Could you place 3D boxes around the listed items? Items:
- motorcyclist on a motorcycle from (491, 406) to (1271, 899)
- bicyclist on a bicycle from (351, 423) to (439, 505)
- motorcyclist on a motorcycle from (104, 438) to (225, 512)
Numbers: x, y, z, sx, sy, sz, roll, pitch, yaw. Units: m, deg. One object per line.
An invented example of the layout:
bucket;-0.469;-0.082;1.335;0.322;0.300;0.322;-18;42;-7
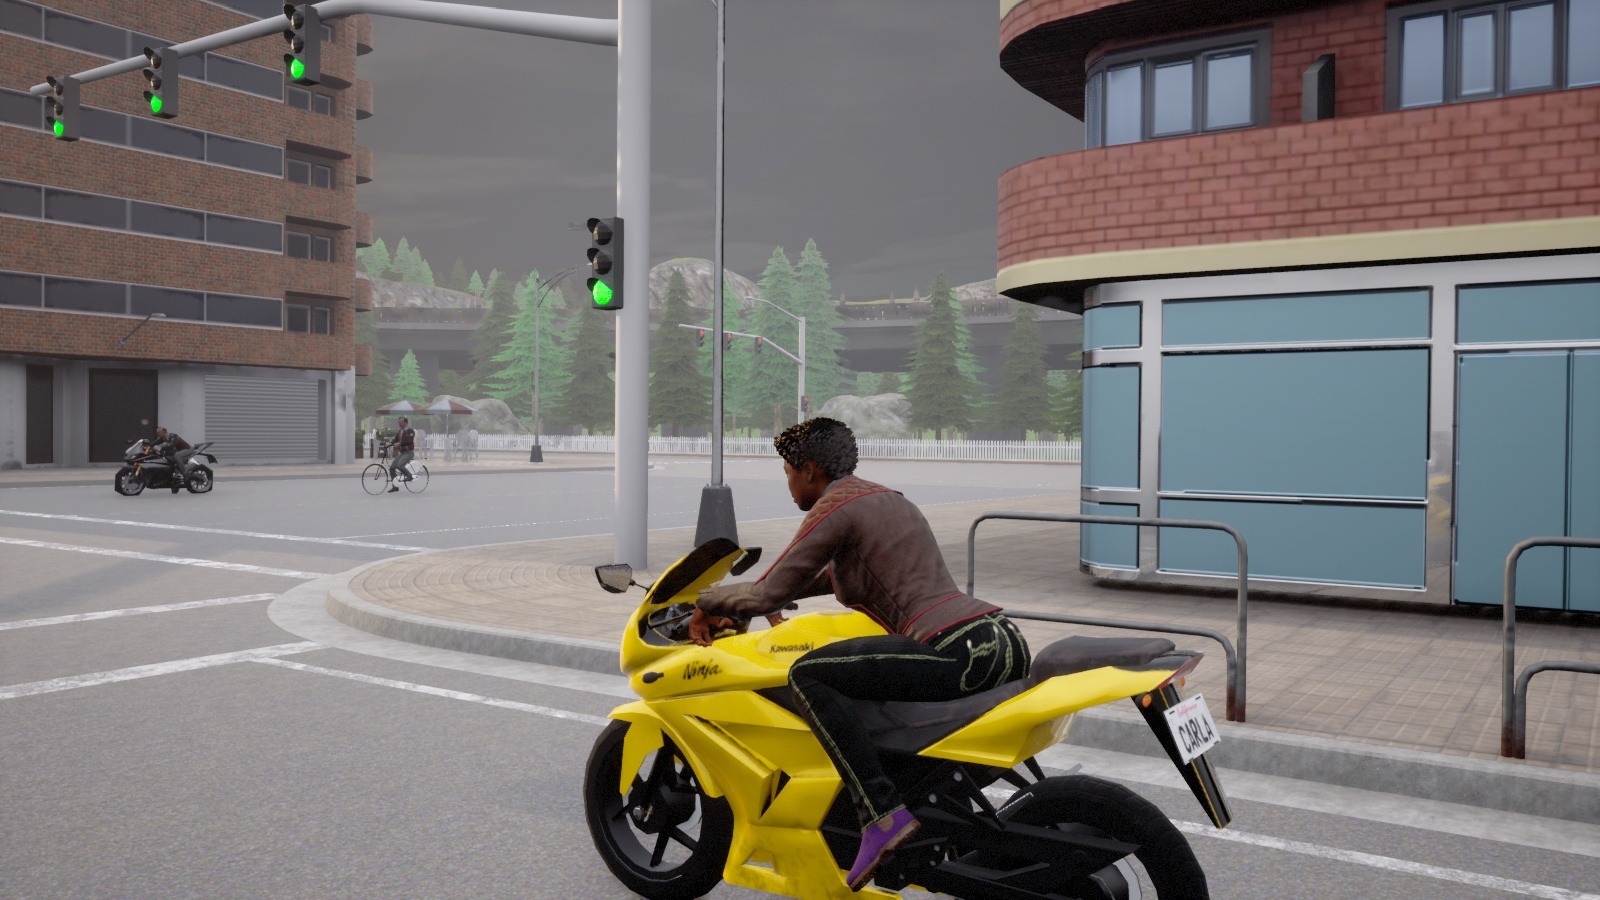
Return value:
motorcyclist on a motorcycle;0.158;0.664;3.519;2.044;1.523;0.797;0;1;34
bicyclist on a bicycle;-9.107;0.298;28.300;0.659;1.776;1.843;0;1;34
motorcyclist on a motorcycle;-13.873;0.517;27.482;0.866;1.530;2.191;0;1;34
